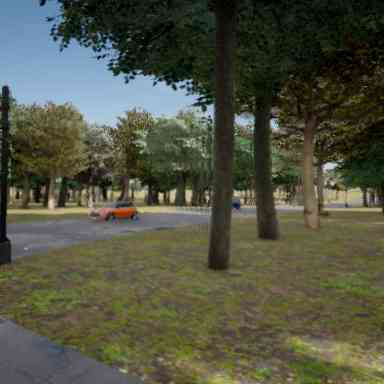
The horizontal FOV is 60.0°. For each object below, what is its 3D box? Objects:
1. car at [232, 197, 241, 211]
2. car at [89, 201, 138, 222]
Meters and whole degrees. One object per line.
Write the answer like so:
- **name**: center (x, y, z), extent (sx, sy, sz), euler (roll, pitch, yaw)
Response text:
- **car**: center (5.184, 1.668, 48.323), extent (2.150, 2.045, 5.566), euler (2, 0, 32)
- **car**: center (-6.814, 1.606, 29.219), extent (2.097, 1.767, 4.553), euler (2, 1, 32)
